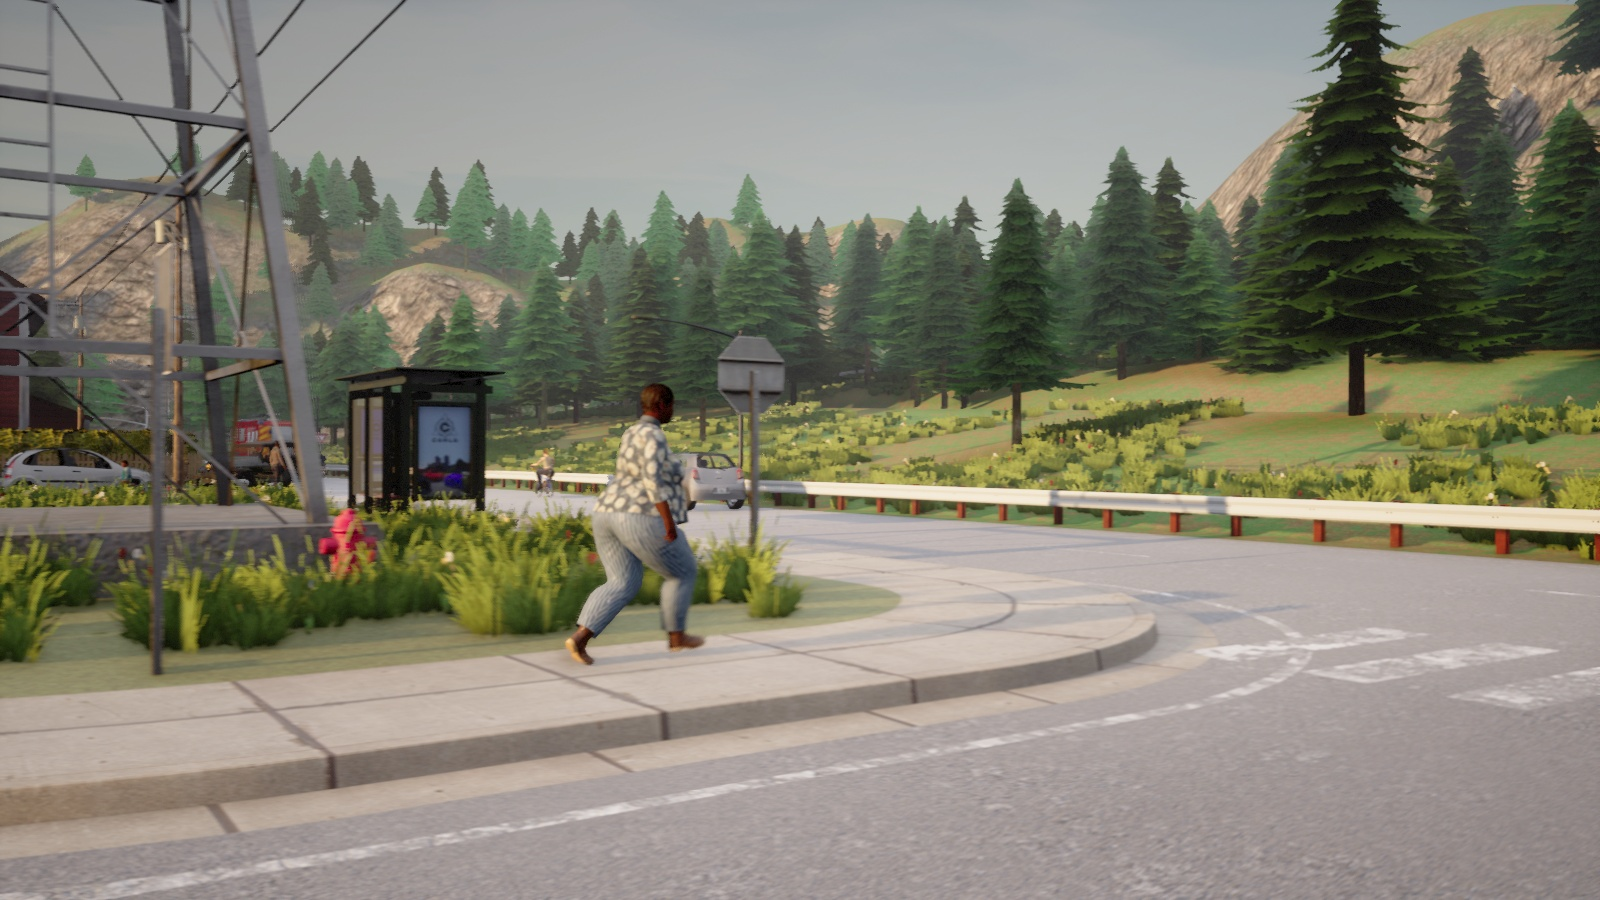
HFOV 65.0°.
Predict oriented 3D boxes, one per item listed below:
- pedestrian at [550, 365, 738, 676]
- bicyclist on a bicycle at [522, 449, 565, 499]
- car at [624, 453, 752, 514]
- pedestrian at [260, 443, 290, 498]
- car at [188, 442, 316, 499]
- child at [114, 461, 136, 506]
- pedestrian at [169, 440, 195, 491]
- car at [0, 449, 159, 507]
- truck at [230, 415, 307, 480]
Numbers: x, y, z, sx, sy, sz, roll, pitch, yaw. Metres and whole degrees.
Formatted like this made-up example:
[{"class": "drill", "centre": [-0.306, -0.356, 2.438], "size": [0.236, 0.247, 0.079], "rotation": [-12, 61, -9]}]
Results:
[{"class": "pedestrian", "centre": [-1.013, 0.421, 8.094], "size": [0.900, 1.855, 0.874], "rotation": [0, 0, -35]}, {"class": "bicyclist on a bicycle", "centre": [-8.449, 0.796, 41.361], "size": [0.866, 1.612, 1.509], "rotation": [0, -1, -34]}, {"class": "car", "centre": [-3.021, 0.842, 33.256], "size": [1.845, 1.501, 3.633], "rotation": [0, 0, -34]}, {"class": "pedestrian", "centre": [-17.216, 0.665, 41.199], "size": [0.328, 1.805, 0.869], "rotation": [0, 0, 41]}, {"class": "car", "centre": [-19.085, 0.686, 43.902], "size": [1.905, 1.878, 3.866], "rotation": [0, 0, 22]}, {"class": "child", "centre": [-18.349, 0.901, 34.137], "size": [0.448, 1.192, 0.343], "rotation": [0, 0, -42]}, {"class": "pedestrian", "centre": [-22.206, 0.556, 45.120], "size": [0.370, 1.835, 0.726], "rotation": [0, 0, 36]}, {"class": "car", "centre": [-21.183, 0.777, 36.854], "size": [3.988, 1.617, 1.851], "rotation": [0, 0, -36]}, {"class": "truck", "centre": [-33.214, -0.162, 78.308], "size": [2.891, 3.827, 8.468], "rotation": [0, 0, -34]}]
